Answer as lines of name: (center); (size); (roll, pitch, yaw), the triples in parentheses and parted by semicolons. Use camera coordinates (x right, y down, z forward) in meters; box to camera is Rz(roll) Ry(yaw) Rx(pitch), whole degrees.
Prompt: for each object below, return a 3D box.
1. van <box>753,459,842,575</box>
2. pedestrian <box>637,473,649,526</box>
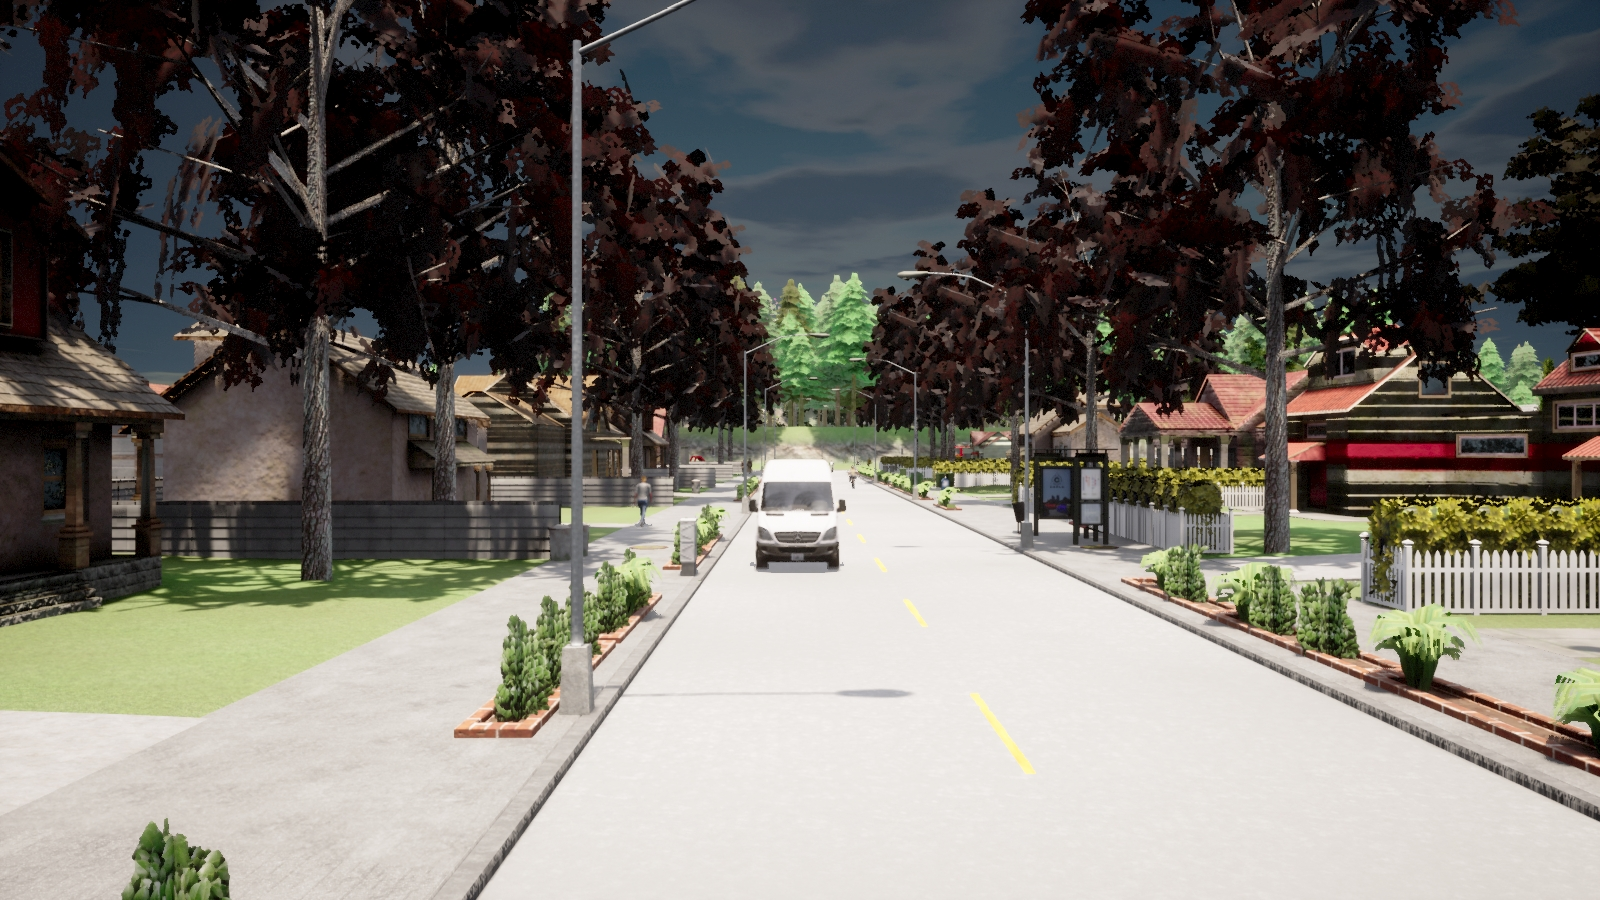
van: (-0.059, 1.534, 28.594); (1.988, 2.561, 5.915); (0, 0, 0)
pedestrian: (-5.537, 1.743, 40.352); (0.375, 1.860, 0.375); (0, 0, 1)
